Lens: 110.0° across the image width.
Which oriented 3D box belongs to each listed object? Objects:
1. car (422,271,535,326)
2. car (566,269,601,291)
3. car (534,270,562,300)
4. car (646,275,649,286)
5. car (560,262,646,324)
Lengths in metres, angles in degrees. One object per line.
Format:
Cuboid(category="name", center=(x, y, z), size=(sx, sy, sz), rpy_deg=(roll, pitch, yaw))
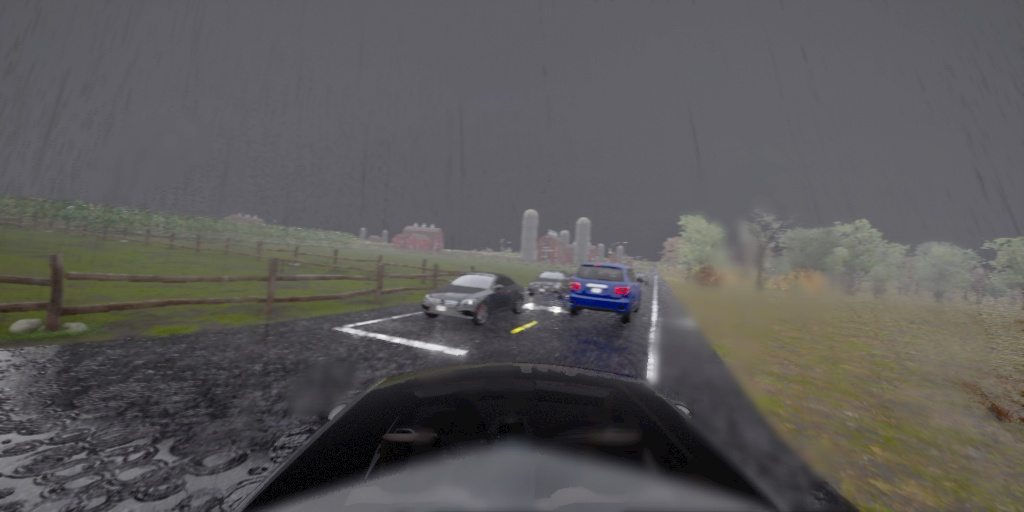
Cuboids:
Cuboid(category="car", center=(-1.022, 1.253, 11.958), size=(1.812, 1.442, 4.674), rpy_deg=(4, 0, 23))
Cuboid(category="car", center=(5.832, 1.847, 28.933), size=(1.812, 1.442, 4.674), rpy_deg=(4, 0, 22))
Cuboid(category="car", center=(2.401, 1.549, 20.385), size=(1.812, 1.442, 4.674), rpy_deg=(4, 0, 22))
Cuboid(category="car", center=(14.776, 2.599, 41.515), size=(2.033, 1.411, 5.357), rpy_deg=(4, 0, 23))
Cuboid(category="car", center=(3.873, 1.327, 14.358), size=(2.150, 2.045, 5.566), rpy_deg=(4, 0, 24))
